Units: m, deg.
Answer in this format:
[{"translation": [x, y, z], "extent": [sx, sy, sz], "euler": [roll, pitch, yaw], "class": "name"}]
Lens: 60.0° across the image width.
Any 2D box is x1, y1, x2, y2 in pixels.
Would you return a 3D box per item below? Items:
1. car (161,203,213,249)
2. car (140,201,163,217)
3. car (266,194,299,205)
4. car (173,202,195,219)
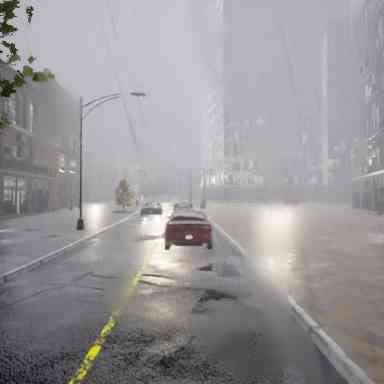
[{"translation": [-0.168, 1.489, 14.644], "extent": [1.882, 1.535, 5.008], "euler": [0, 0, -1], "class": "car"}, {"translation": [-3.791, 1.583, 31.623], "extent": [1.994, 1.385, 4.181], "euler": [0, 0, -3], "class": "car"}, {"translation": [13.958, 1.230, 51.537], "extent": [5.009, 1.841, 2.192], "euler": [0, -1, 15], "class": "car"}, {"translation": [-0.815, 1.623, 30.644], "extent": [1.895, 1.301, 4.718], "euler": [0, 0, -3], "class": "car"}]
